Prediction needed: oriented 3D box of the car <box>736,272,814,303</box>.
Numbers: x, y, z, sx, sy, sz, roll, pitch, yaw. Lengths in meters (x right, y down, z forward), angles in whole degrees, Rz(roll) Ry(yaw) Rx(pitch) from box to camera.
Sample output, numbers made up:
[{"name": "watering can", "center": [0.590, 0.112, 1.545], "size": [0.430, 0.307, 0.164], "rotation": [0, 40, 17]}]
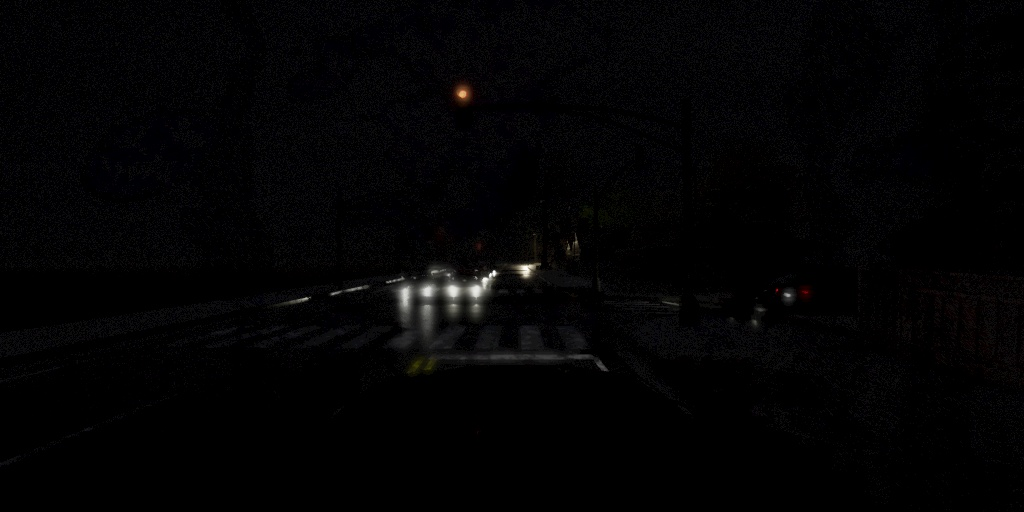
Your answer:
[{"name": "car", "center": [13.066, 1.508, 16.544], "size": [5.008, 1.535, 1.882], "rotation": [1, -2, -2]}]

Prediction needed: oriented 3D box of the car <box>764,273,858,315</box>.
[{"name": "car", "center": [12.479, 1.498, 13.669], "size": [4.181, 1.385, 1.994], "rotation": [1, -2, -2]}]

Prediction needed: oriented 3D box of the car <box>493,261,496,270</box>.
[{"name": "car", "center": [-3.334, 1.282, 44.636], "size": [1.812, 1.442, 4.674], "rotation": [0, 0, 0]}]

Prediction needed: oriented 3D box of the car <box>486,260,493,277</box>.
[{"name": "car", "center": [-3.343, 1.108, 35.676], "size": [2.097, 1.767, 4.553], "rotation": [0, 0, 0]}]

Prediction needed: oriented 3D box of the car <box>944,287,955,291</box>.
[{"name": "car", "center": [22.953, 1.739, 16.912], "size": [5.357, 1.411, 2.033], "rotation": [1, -2, -3]}]

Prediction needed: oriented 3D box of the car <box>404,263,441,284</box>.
[{"name": "car", "center": [-6.597, 1.262, 26.761], "size": [1.837, 1.490, 4.892], "rotation": [0, 0, 0]}]

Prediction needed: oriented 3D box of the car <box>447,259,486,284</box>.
[{"name": "car", "center": [-3.305, 1.109, 26.847], "size": [2.097, 1.767, 4.553], "rotation": [0, 0, -1]}]
